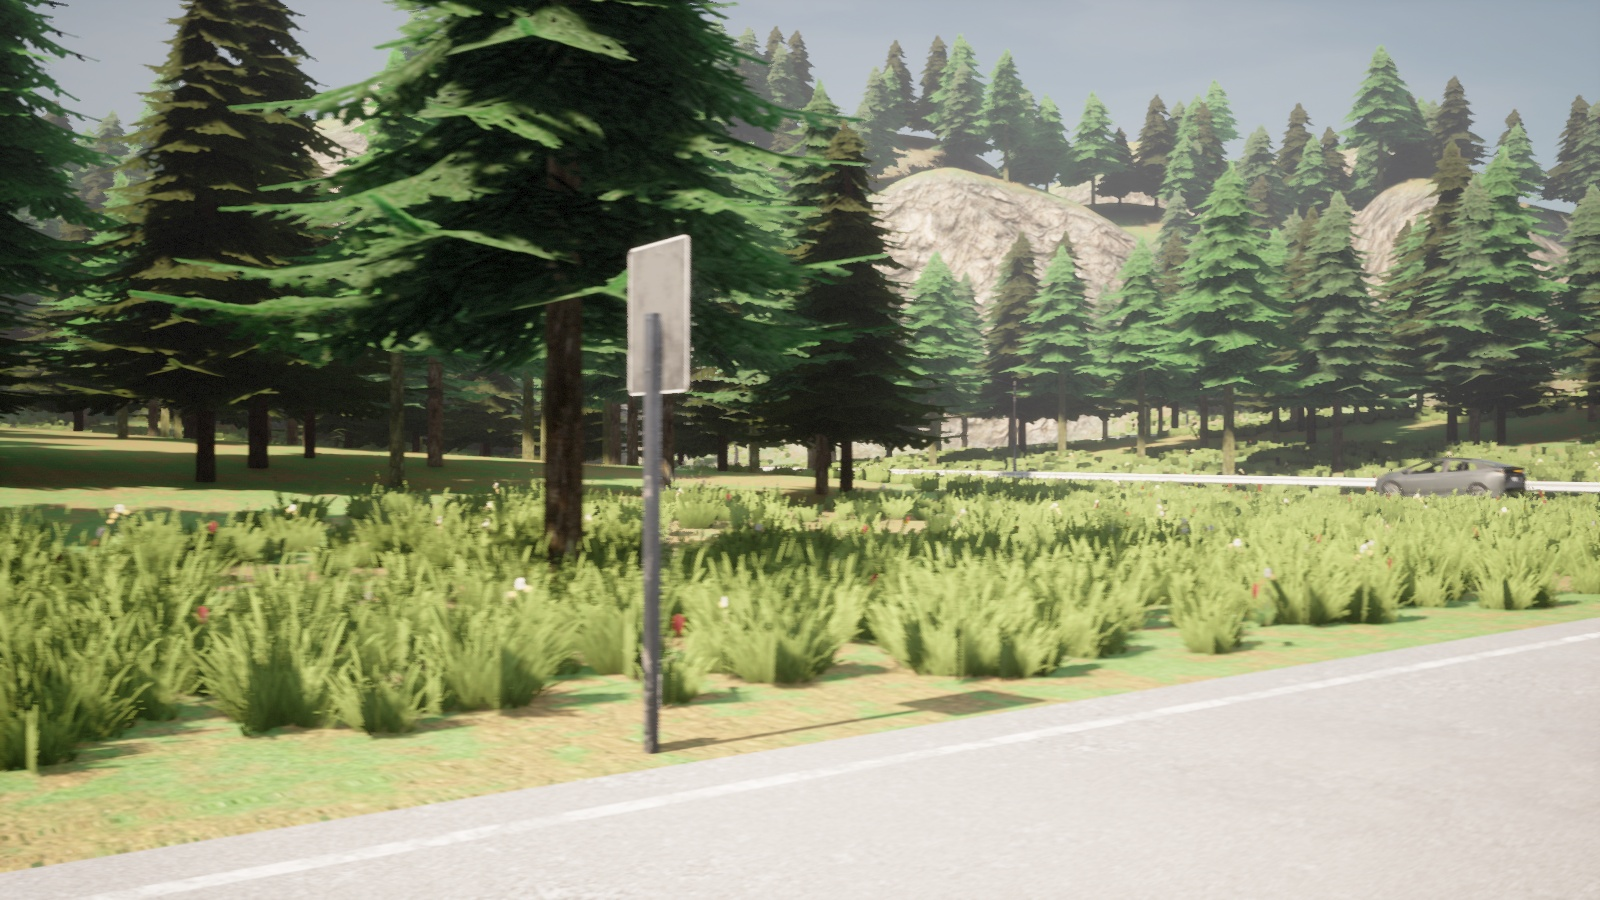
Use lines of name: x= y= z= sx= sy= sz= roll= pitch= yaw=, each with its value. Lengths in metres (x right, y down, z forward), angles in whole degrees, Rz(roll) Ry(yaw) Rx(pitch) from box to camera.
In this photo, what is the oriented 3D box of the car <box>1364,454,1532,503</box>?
car: x=21.335 y=0.888 z=41.483 sx=2.007 sy=1.525 sz=4.514 roll=0 pitch=0 yaw=-35
